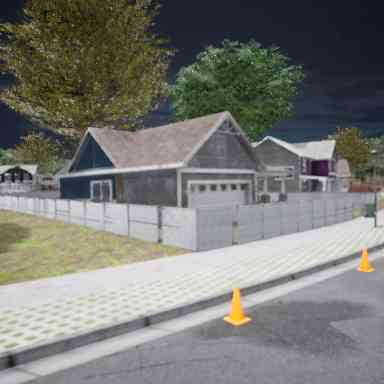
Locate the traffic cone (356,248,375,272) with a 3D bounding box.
[{"bbox_3d":[4.544,1.754,8.729,0.340,0.580,0.340,-2,1,-41],"label":"traffic cone"}]

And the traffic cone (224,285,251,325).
[{"bbox_3d":[0.765,1.873,5.639,0.340,0.580,0.340,-2,1,-38],"label":"traffic cone"}]
